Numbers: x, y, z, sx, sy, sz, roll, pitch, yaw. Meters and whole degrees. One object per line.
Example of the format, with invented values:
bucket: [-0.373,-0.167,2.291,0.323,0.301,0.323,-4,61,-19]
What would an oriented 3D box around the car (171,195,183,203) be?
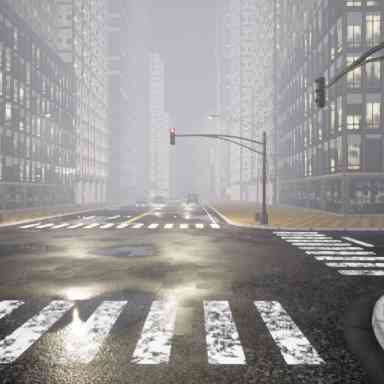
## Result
car: [-3.117,1.496,70.205,2.128,1.511,4.902,0,0,0]

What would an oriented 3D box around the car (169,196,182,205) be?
car: [-3.136,1.702,60.233,1.895,1.301,4.718,0,0,0]

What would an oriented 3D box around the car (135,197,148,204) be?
car: [-9.628,1.664,64.384,2.033,1.411,5.357,0,0,0]

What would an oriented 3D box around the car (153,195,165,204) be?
car: [-6.378,1.468,64.409,2.097,1.767,4.553,0,0,0]

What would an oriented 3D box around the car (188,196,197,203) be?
car: [0.134,1.541,70.616,1.994,1.385,4.181,0,0,0]

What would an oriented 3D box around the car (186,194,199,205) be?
car: [0.115,1.323,60.229,2.150,2.045,5.566,0,0,0]
